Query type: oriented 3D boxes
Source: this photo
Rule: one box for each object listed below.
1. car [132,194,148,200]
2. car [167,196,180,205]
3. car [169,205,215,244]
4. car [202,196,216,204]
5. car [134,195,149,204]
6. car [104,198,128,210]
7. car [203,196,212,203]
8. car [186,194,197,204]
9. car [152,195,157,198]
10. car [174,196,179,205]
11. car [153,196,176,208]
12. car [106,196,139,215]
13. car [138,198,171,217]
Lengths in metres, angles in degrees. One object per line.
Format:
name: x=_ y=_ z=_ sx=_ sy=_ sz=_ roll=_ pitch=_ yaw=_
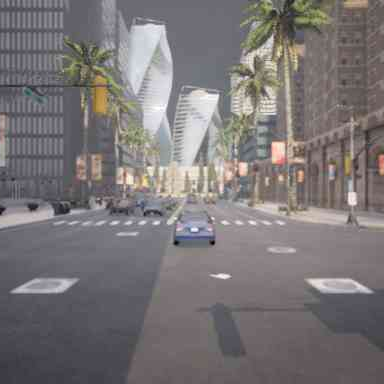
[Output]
car: x=-6.978 y=1.266 z=43.692 sx=2.150 sy=2.045 sz=5.566 roll=0 pitch=0 yaw=0
car: x=-3.447 y=1.554 z=61.978 sx=2.128 sy=1.511 sz=4.902 roll=0 pitch=0 yaw=0
car: x=0.110 y=1.563 z=15.903 sx=2.033 sy=1.411 sz=5.357 roll=0 pitch=0 yaw=0
car: x=3.541 y=1.665 z=64.060 sx=1.895 sy=1.301 sz=4.718 roll=0 pitch=0 yaw=-1
car: x=-10.084 y=1.421 z=66.698 sx=2.185 sy=1.767 sz=4.553 roll=0 pitch=0 yaw=-1
car: x=-10.167 y=1.558 z=44.766 sx=2.161 sy=1.482 sz=4.786 roll=0 pitch=0 yaw=-1
car: x=3.438 y=1.565 z=74.114 sx=1.837 sy=1.490 sz=4.892 roll=0 pitch=0 yaw=-1
car: x=0.041 y=1.628 z=64.070 sx=1.994 sy=1.385 sz=4.181 roll=0 pitch=0 yaw=-1
car: x=-6.968 y=1.618 z=53.632 sx=1.994 sy=1.385 sz=4.181 roll=0 pitch=0 yaw=0
car: x=-3.472 y=1.616 z=51.537 sx=1.994 sy=1.385 sz=4.181 roll=0 pitch=0 yaw=0
car: x=-3.503 y=1.606 z=41.772 sx=1.994 sy=1.385 sz=4.181 roll=0 pitch=0 yaw=1
car: x=-7.052 y=1.512 z=33.989 sx=1.882 sy=1.535 sz=5.008 roll=0 pitch=0 yaw=0
car: x=-3.563 y=1.580 z=32.533 sx=2.033 sy=1.411 sz=5.357 roll=0 pitch=0 yaw=0
